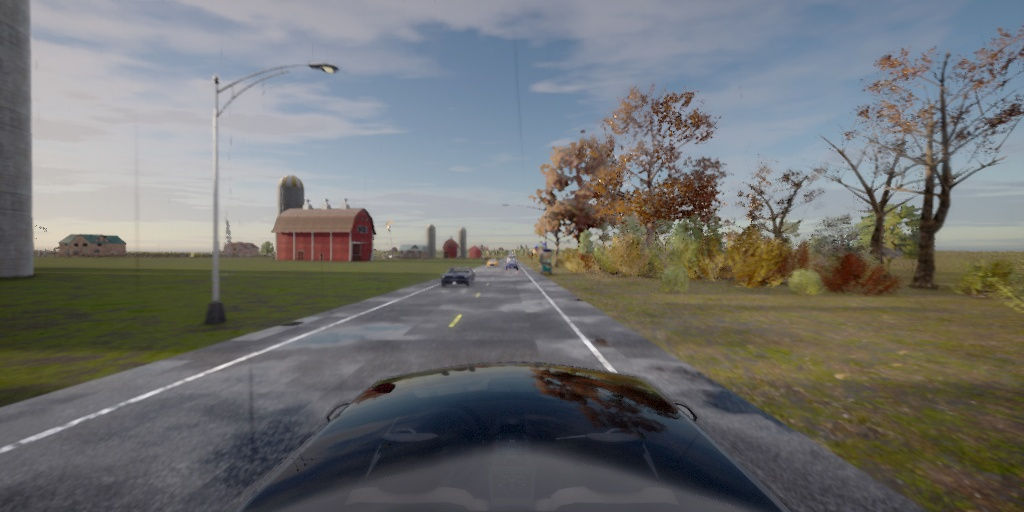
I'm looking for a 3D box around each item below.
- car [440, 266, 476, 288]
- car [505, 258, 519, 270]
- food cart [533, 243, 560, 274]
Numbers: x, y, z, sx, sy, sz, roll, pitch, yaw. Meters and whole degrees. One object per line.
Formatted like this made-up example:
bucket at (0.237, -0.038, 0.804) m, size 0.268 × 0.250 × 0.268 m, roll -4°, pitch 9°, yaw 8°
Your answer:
car at (-3.597, 1.394, 24.575) m, size 1.895 × 1.301 × 4.718 m, roll 0°, pitch 0°, yaw 0°
car at (0.003, 1.368, 53.077) m, size 1.812 × 1.442 × 4.674 m, roll 0°, pitch 0°, yaw 0°
food cart at (4.001, 0.292, 43.172) m, size 2.280 × 3.560 × 4.660 m, roll 0°, pitch 0°, yaw 0°
